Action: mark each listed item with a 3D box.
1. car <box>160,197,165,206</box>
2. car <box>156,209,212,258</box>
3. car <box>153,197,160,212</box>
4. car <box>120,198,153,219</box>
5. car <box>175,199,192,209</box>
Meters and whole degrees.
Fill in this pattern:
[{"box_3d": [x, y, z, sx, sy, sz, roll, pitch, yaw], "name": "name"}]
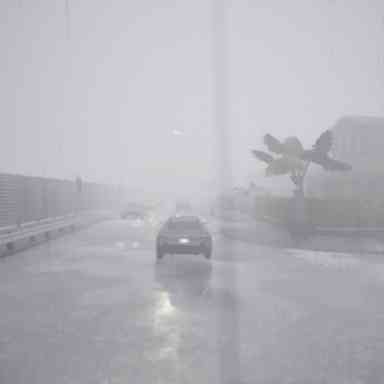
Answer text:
[{"box_3d": [-5.623, 1.601, 55.733, 1.812, 1.442, 4.674, 0, 0, -1], "name": "car"}, {"box_3d": [-0.313, 1.590, 12.983, 1.994, 1.385, 4.181, 0, 0, -2], "name": "car"}, {"box_3d": [-5.250, 1.522, 40.124, 1.882, 1.535, 5.008, 0, 0, -1], "name": "car"}, {"box_3d": [-4.960, 1.571, 29.349, 2.033, 1.411, 5.357, 0, 0, -1], "name": "car"}, {"box_3d": [-1.083, 1.570, 40.753, 2.128, 1.511, 4.902, 0, 0, -2], "name": "car"}]
